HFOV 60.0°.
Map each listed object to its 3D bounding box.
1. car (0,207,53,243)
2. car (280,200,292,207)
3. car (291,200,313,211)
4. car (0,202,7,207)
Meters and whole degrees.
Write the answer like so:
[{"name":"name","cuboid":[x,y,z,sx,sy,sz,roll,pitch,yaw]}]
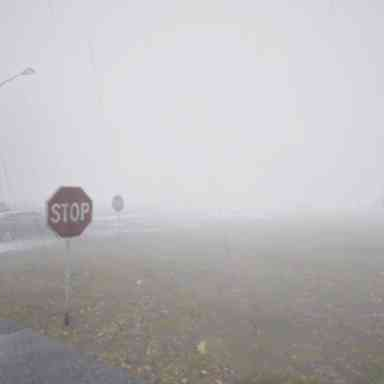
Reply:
[{"name":"car","cuboid":[-8.566,1.691,17.191,1.812,1.442,4.674,1,-1,36]},{"name":"car","cuboid":[19.869,2.309,68.542,2.033,1.411,5.357,1,0,36]},{"name":"car","cuboid":[18.293,2.236,54.400,1.812,1.442,4.674,1,0,36]},{"name":"car","cuboid":[-14.090,1.395,21.486,2.097,1.767,4.553,1,0,36]}]
